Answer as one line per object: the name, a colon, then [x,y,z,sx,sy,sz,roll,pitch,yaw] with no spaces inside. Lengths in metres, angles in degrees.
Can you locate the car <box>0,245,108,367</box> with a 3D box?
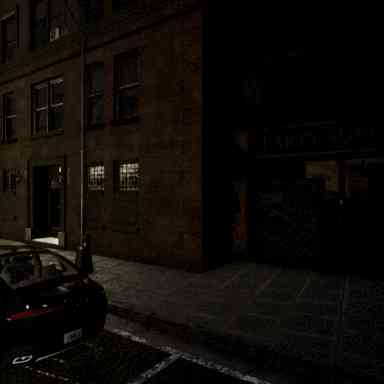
car: [-3.248,1.551,5.410,4.403,1.369,2.008,0,0,36]
